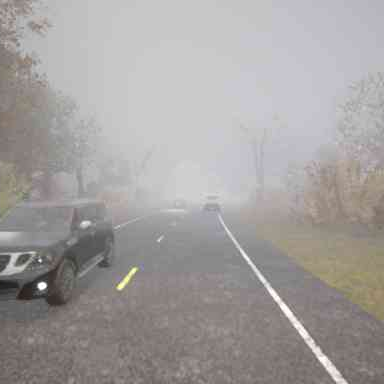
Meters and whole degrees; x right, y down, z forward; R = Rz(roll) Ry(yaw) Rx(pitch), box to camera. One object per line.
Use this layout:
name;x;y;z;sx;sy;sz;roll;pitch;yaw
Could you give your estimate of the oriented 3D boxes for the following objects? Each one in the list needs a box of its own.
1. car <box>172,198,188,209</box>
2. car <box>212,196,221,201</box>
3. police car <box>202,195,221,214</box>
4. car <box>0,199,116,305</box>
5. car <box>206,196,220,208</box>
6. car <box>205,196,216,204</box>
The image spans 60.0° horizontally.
car;-1.697;1.572;47.471;2.128;1.511;4.902;0;0;5
car;6.763;1.730;91.219;2.033;1.411;5.357;0;0;9
police car;2.141;1.477;36.028;1.930;1.638;5.238;0;0;3
car;-3.517;1.221;8.424;2.150;2.045;5.566;0;0;1
car;3.273;1.450;51.777;2.097;1.767;4.553;0;0;5
car;3.855;1.563;68.752;1.837;1.490;4.892;0;0;7
